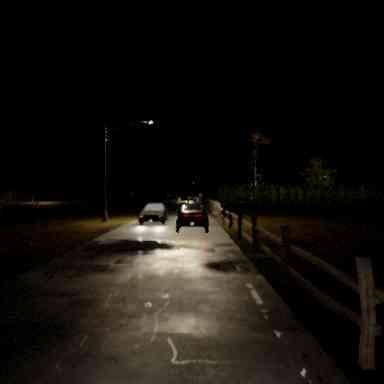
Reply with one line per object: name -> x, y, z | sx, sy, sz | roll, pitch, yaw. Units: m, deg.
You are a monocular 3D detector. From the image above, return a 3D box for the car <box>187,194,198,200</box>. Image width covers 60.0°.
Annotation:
car -> 0.079, 1.399, 74.251 | 2.150, 2.045, 5.566 | 0, -1, 0

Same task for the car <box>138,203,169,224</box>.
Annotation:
car -> -2.728, 1.542, 24.729 | 2.033, 1.411, 5.357 | 0, 0, 0

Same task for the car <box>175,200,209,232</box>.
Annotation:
car -> 0.019, 1.486, 20.159 | 2.128, 1.511, 4.902 | 0, 0, 0
